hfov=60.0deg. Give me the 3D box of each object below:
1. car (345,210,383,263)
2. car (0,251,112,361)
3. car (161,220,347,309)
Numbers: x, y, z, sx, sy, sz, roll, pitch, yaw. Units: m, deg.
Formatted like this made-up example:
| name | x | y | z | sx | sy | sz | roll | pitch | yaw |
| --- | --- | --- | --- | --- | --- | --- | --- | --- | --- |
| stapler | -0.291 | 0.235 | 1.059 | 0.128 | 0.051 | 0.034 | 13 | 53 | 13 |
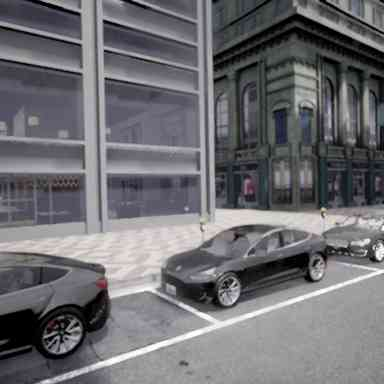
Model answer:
| name | x | y | z | sx | sy | sz | roll | pitch | yaw |
| --- | --- | --- | --- | --- | --- | --- | --- | --- | --- |
| car | 5.955 | 1.314 | 10.901 | 4.403 | 1.369 | 2.008 | -2 | 1 | -35 |
| car | -3.220 | 1.570 | 4.356 | 4.313 | 1.339 | 1.947 | -2 | 1 | -35 |
| car | 1.368 | 1.449 | 7.628 | 4.313 | 1.339 | 1.947 | -2 | 1 | -35 |
